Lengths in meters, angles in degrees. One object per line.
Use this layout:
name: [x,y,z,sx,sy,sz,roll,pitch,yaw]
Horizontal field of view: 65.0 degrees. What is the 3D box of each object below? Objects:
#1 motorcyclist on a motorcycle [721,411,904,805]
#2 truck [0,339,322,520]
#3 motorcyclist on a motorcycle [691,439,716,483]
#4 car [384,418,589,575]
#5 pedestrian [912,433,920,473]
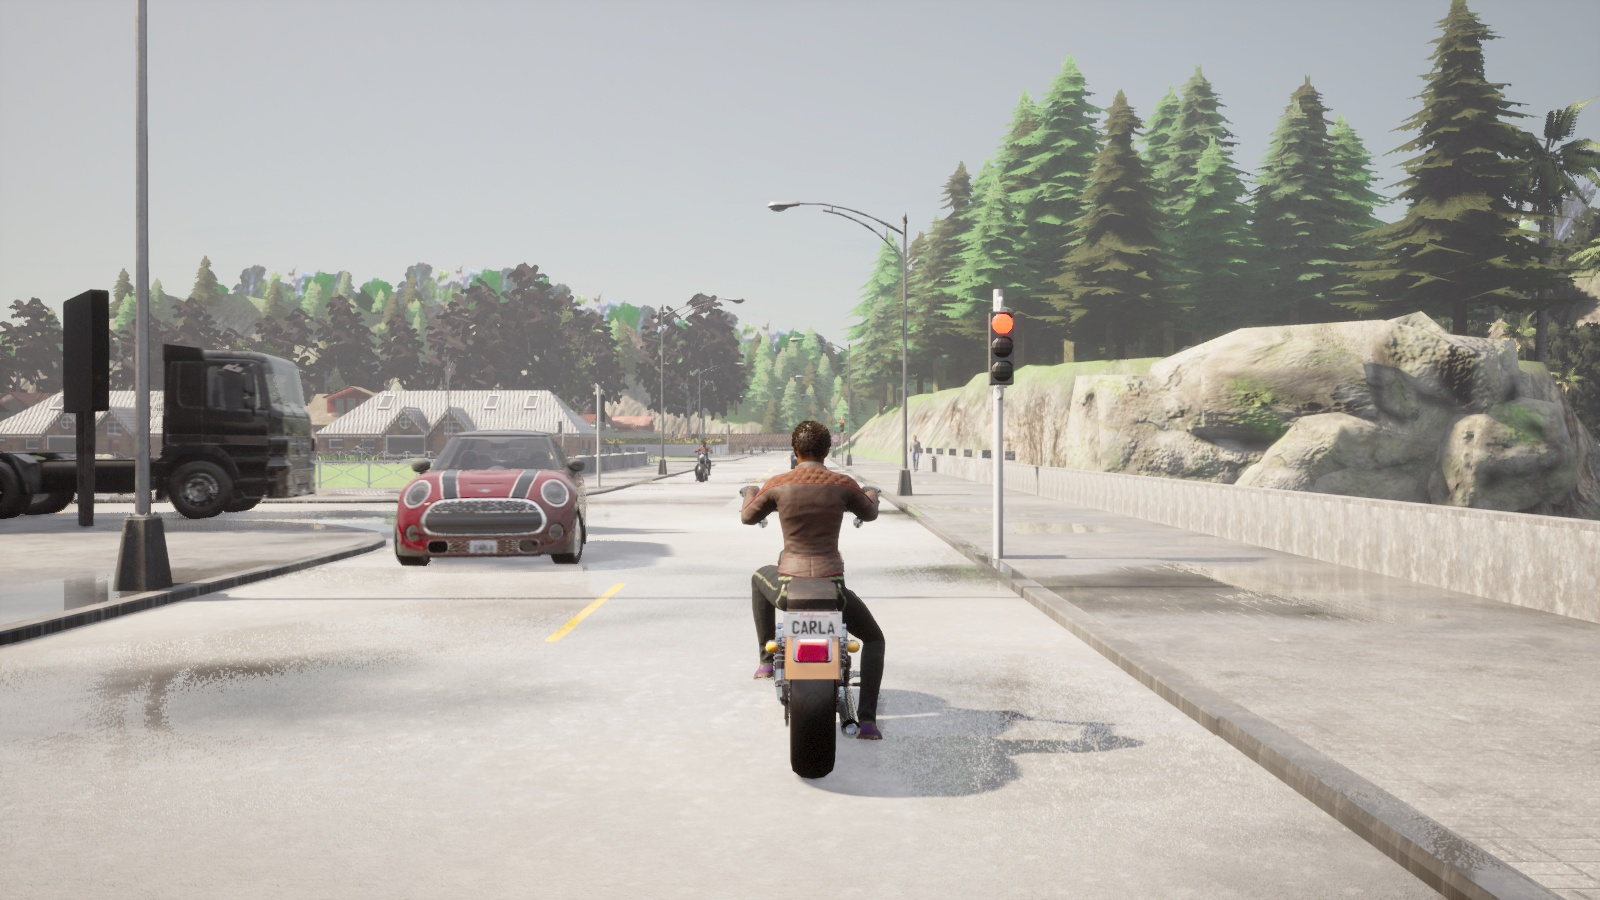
motorcyclist on a motorcycle: [0.055,0.661,6.438,0.766,1.649,2.350,0,0,0]
truck: [-14.242,-0.392,25.637,7.936,3.462,2.891,0,0,-9]
motorcyclist on a motorcycle: [-3.716,0.421,48.349,0.766,1.649,2.350,0,0,0]
car: [-3.931,0.508,16.525,2.097,1.767,4.553,0,0,-7]
pedestrian: [5.421,0.129,58.810,0.354,1.836,0.706,0,0,4]
